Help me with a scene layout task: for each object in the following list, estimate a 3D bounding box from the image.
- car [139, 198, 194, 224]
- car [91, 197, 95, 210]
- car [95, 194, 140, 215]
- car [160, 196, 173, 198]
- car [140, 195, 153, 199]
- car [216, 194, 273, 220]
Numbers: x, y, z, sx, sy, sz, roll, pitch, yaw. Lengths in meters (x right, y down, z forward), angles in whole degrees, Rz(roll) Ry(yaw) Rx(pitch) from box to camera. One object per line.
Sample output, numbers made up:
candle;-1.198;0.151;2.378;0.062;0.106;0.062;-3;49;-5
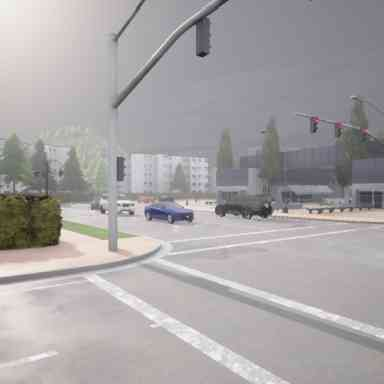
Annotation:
car;-1.815;1.478;25.359;1.882;1.535;5.008;0;0;-37
car;-11.939;1.352;42.924;2.097;1.767;4.553;0;0;-17
car;-7.624;1.221;33.538;2.150;2.045;5.566;0;0;-32
car;-5.250;1.477;69.690;1.882;1.535;5.008;0;0;20
car;-9.312;1.352;68.117;2.097;1.767;4.553;0;0;15
car;4.389;1.221;28.613;2.150;2.045;5.566;0;0;-35
